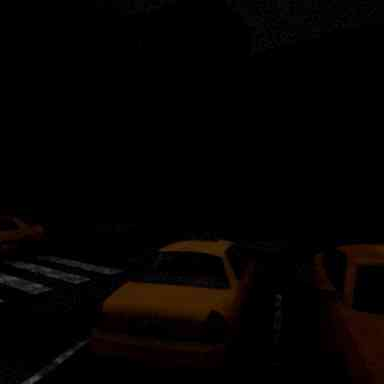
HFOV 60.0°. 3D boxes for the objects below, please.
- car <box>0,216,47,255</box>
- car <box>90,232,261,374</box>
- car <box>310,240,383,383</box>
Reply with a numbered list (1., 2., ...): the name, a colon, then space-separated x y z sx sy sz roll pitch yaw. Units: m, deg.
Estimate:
1. car: -7.199 1.481 11.026 1.946 1.575 5.366 1 -1 16
2. car: 0.235 1.508 6.146 1.946 1.575 5.366 0 -1 16
3. car: 2.644 1.487 4.239 2.097 1.535 5.008 0 -1 15
